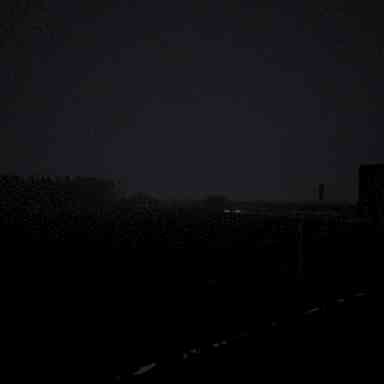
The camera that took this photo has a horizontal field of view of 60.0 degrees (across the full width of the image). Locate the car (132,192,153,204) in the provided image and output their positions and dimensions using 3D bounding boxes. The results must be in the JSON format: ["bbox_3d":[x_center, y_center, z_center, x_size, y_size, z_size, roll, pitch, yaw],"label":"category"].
[{"bbox_3d":[-8.830,1.099,59.119,2.150,2.045,5.566,-1,0,-35],"label":"car"}]

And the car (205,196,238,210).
[{"bbox_3d":[3.636,1.270,41.467,2.097,1.767,4.553,-1,1,-35],"label":"car"}]

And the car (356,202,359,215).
[{"bbox_3d":[15.359,1.201,25.008,2.150,2.045,5.566,-1,1,-35],"label":"car"}]
